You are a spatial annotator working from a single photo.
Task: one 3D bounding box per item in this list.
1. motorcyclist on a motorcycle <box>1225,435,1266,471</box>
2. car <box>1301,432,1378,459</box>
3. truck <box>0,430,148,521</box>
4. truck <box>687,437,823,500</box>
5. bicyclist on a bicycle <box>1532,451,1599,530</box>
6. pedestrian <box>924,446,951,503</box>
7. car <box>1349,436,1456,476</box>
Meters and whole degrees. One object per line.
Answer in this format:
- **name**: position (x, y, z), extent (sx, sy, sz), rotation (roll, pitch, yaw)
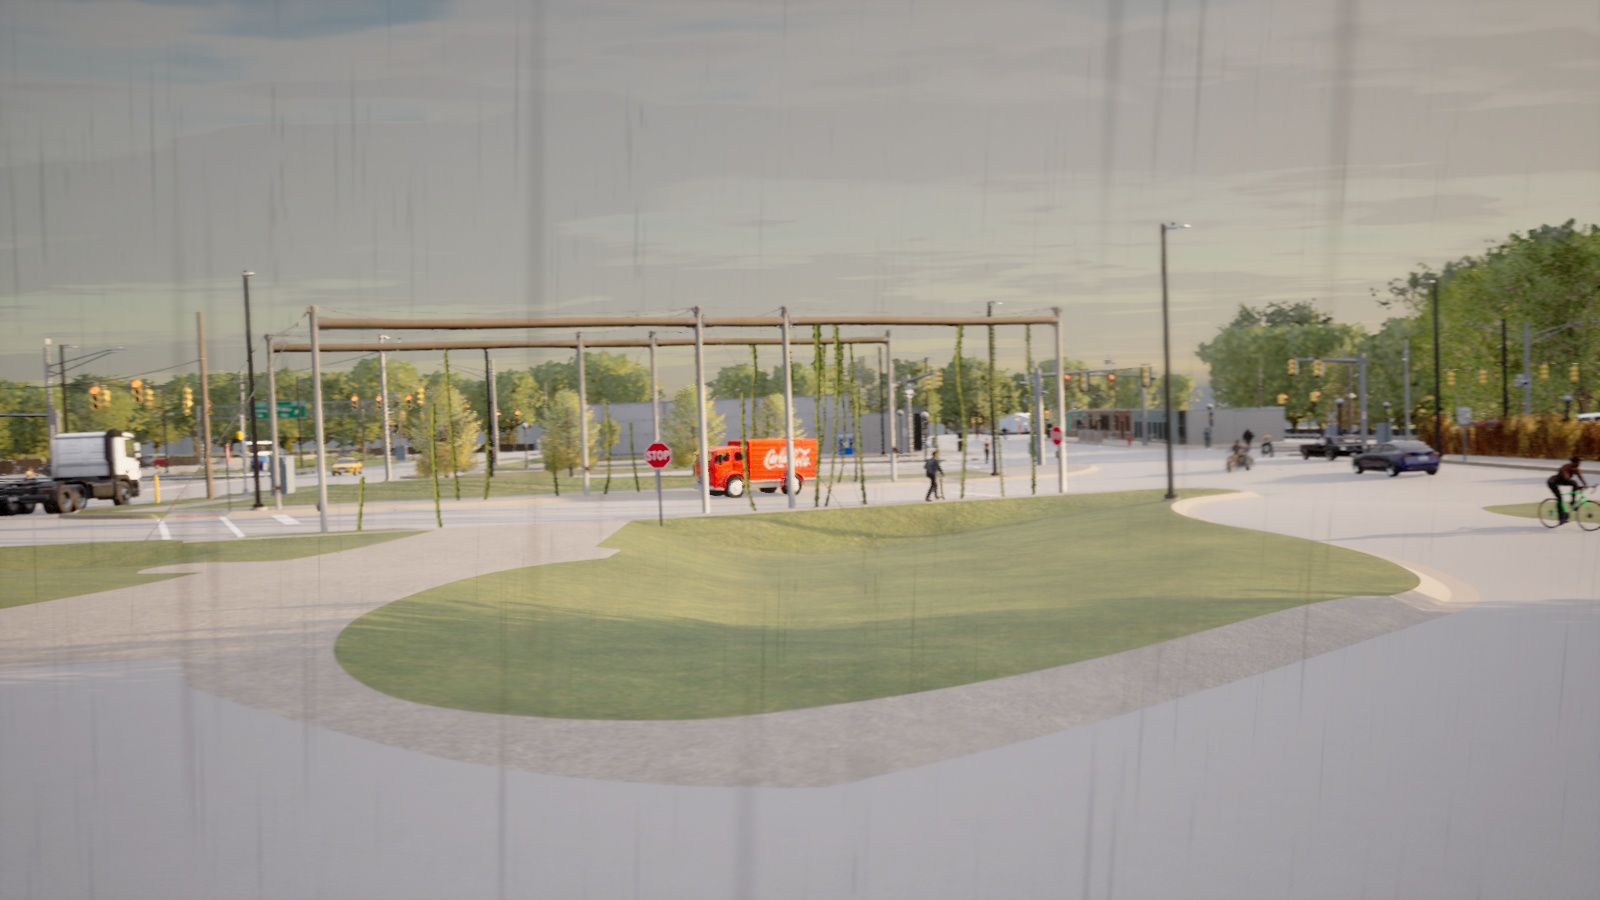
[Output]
- **motorcyclist on a motorcycle**: position (21.956, 0.152, 61.860), extent (2.350, 1.649, 0.766), rotation (-4, 1, -40)
- **car**: position (28.987, -0.262, 67.637), extent (1.895, 1.301, 4.718), rotation (-3, 1, -3)
- **truck**: position (-31.003, 0.991, 53.200), extent (2.891, 3.462, 7.936), rotation (-3, 1, -3)
- **truck**: position (-1.930, 0.754, 54.306), extent (5.204, 2.467, 2.627), rotation (-2, 2, -29)
- **bicyclist on a bicycle**: position (16.821, 0.858, 27.232), extent (0.582, 1.620, 1.656), rotation (-2, 1, -17)
- **pedestrian**: position (4.858, 0.856, 44.471), extent (0.788, 1.949, 0.423), rotation (-4, 3, -30)
- **car**: position (26.127, 0.208, 54.679), extent (2.163, 1.488, 4.792), rotation (-3, 1, -2)
